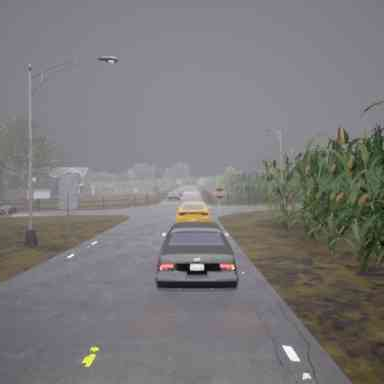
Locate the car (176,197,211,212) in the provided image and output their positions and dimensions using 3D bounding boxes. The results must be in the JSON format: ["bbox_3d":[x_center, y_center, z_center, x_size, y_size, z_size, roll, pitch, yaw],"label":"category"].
[{"bbox_3d":[0.112,1.311,20.200,1.882,1.535,5.008,0,1,1],"label":"car"}]

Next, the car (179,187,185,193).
[{"bbox_3d":[-2.779,0.101,68.223,1.882,1.535,5.008,0,3,0],"label":"car"}]

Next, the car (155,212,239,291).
[{"bbox_3d":[0.096,1.509,9.053,2.033,1.411,5.357,0,0,0],"label":"car"}]

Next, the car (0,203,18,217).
[{"bbox_3d":[-19.772,1.707,33.159,4.181,1.385,1.994,-1,1,0],"label":"car"}]

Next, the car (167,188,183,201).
[{"bbox_3d":[-2.855,0.638,52.611,1.882,1.535,5.008,0,2,0],"label":"car"}]

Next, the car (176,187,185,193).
[{"bbox_3d":[-2.781,-0.450,83.147,2.033,1.411,5.357,0,2,0],"label":"car"}]
